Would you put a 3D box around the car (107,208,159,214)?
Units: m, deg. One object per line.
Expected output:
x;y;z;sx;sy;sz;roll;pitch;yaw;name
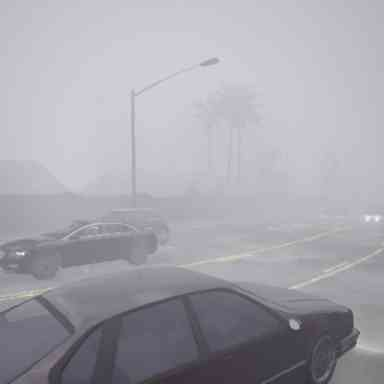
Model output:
-3.232;1.565;15.320;4.553;1.767;2.097;1;-2;-45;car

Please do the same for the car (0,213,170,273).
-3.343;1.627;10.519;4.902;1.511;2.128;1;-1;-41;car

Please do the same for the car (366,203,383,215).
23.678;2.130;42.672;2.128;1.511;4.902;-1;-1;39;car

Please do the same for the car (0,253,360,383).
-0.304;1.593;3.574;5.357;1.411;2.033;1;-1;-38;car

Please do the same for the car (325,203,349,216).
17.990;2.154;41.126;1.812;1.442;4.674;-1;-1;39;car
